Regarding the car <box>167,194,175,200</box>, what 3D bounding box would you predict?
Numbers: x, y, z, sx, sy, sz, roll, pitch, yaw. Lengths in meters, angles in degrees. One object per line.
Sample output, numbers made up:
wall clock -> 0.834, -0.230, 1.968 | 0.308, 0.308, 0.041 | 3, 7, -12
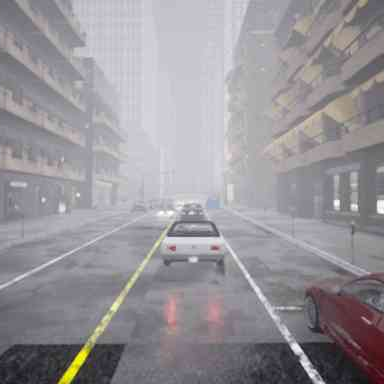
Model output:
car -> -5.743, 1.430, 91.788 | 1.967, 1.590, 4.097 | 1, 0, 0

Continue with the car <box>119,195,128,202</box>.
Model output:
car -> -16.549, 1.490, 76.360 | 4.097, 1.590, 1.967 | 0, -1, 0

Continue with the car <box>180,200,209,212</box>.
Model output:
car -> 0.045, 1.546, 26.172 | 2.033, 1.411, 5.357 | 0, 0, 0

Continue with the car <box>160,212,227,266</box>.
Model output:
car -> 0.056, 1.601, 11.498 | 1.895, 1.301, 4.718 | 0, 0, 0

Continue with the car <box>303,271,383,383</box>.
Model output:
car -> 2.701, 1.582, 3.917 | 1.802, 1.307, 4.206 | 1, 0, 0

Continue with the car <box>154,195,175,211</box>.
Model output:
car -> -3.124, 1.488, 41.383 | 2.128, 1.511, 4.902 | 0, 0, 0

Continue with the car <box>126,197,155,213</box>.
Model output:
car -> -5.671, 1.548, 37.100 | 2.008, 1.369, 4.403 | 1, 0, 0

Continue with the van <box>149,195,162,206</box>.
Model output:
van -> -5.849, 1.336, 53.722 | 1.690, 1.788, 3.998 | 1, 0, 0

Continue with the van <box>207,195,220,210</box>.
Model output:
van -> 2.676, 1.338, 42.700 | 1.690, 1.788, 3.998 | 1, 0, 0
